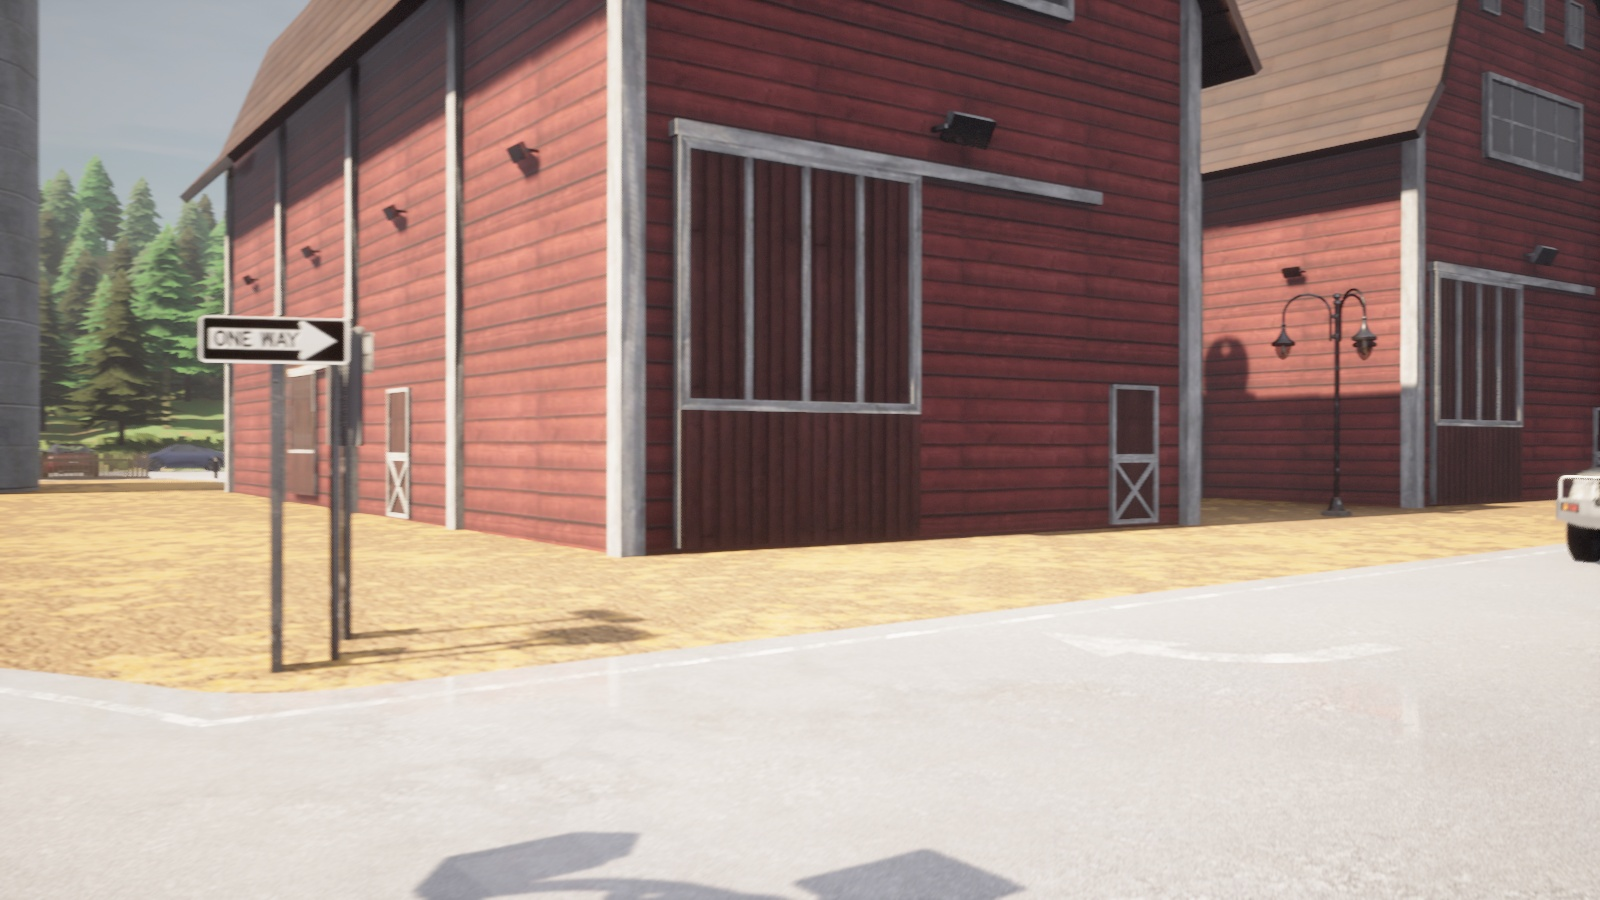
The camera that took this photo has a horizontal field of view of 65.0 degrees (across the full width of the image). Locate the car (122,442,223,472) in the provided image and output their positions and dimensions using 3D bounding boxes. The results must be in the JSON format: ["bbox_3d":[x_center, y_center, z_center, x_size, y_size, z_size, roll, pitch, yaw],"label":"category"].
[{"bbox_3d":[-30.570,0.326,61.218,4.181,1.385,1.994,0,0,-35],"label":"car"}]

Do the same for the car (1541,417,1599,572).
[{"bbox_3d":[11.575,0.529,16.237,4.605,1.855,1.932,0,0,-39],"label":"car"}]
